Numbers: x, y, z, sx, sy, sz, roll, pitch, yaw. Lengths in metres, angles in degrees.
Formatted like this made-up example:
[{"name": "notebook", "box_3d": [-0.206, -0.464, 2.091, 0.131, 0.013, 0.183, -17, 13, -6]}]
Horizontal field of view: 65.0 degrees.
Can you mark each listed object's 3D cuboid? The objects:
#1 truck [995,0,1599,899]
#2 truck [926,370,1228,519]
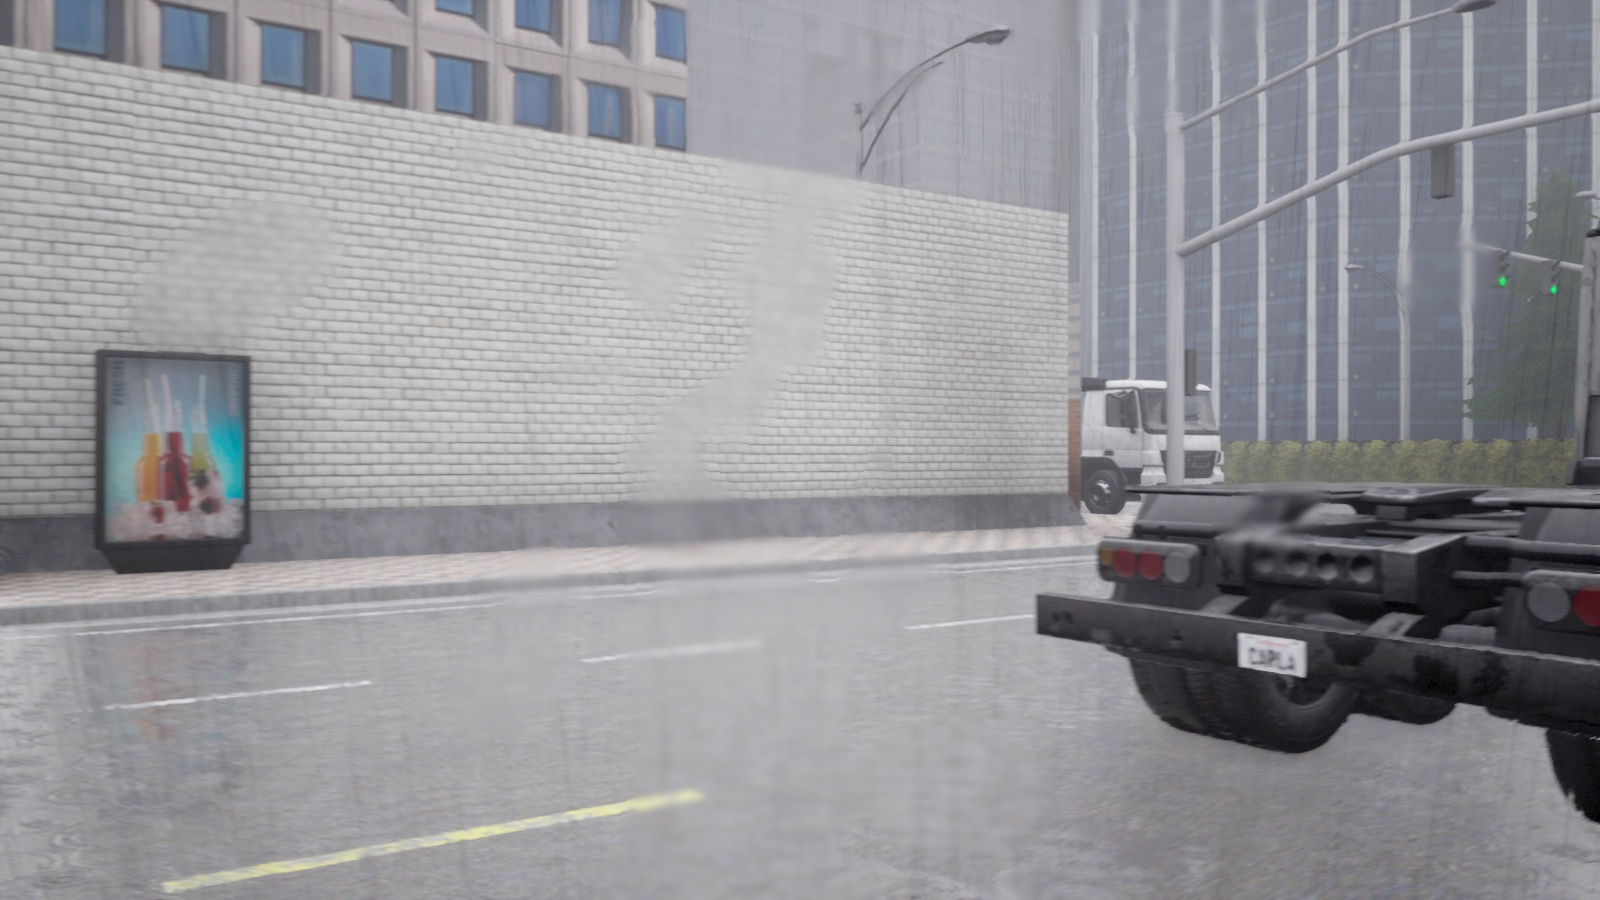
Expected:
[{"name": "truck", "box_3d": [5.034, -0.230, 7.166, 7.936, 3.462, 2.891, 0, 0, -35]}, {"name": "truck", "box_3d": [7.063, -0.115, 33.338, 2.891, 3.462, 7.936, 0, 0, -35]}]
